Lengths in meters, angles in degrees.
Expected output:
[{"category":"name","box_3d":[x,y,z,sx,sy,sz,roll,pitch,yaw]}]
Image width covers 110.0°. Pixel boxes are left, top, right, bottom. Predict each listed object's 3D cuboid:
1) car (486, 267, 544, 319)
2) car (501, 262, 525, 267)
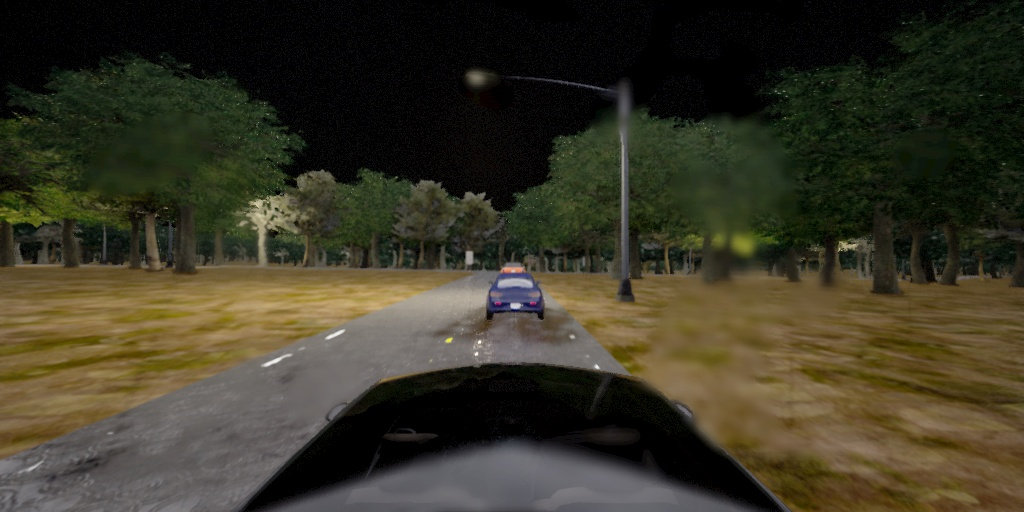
[{"category":"car","box_3d":[0.101,1.295,12.731,1.812,1.442,4.674,0,0,0]},{"category":"car","box_3d":[0.101,1.273,30.874,2.097,1.767,4.553,0,-1,0]}]
